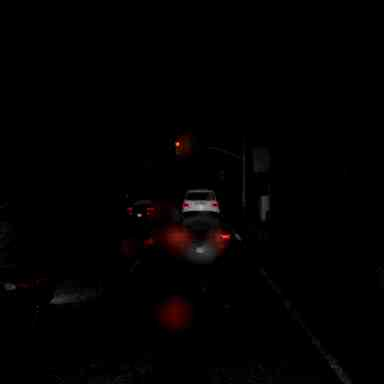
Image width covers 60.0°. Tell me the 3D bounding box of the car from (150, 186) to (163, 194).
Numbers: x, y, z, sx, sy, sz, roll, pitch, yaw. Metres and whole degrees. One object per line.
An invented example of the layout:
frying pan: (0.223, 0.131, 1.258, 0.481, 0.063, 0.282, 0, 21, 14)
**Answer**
car: (-8.443, -0.180, 77.127, 1.812, 1.442, 4.674, 0, 2, 2)

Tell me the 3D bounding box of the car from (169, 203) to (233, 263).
car: (0.298, 1.320, 10.983, 1.812, 1.442, 4.674, 0, 1, 1)

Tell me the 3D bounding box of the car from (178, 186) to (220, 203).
car: (0.542, 0.813, 20.709, 2.150, 2.045, 5.566, 0, 1, 2)

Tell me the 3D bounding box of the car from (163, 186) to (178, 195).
car: (-4.942, -0.225, 77.119, 1.882, 1.535, 5.008, 0, 2, 2)

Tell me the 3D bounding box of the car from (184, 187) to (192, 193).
car: (-1.102, -0.588, 89.282, 2.033, 1.411, 5.357, 0, 2, 1)

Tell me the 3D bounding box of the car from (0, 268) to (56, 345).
car: (-3.356, 1.483, 3.411, 2.033, 1.411, 5.357, 0, 1, 1)

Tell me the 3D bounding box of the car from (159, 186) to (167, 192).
car: (-8.053, -0.928, 93.491, 1.812, 1.442, 4.674, 0, 2, 1)

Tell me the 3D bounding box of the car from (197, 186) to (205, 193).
car: (2.414, -0.791, 89.912, 2.097, 1.767, 4.553, 0, 2, 1)

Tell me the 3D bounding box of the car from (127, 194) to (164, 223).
car: (-2.940, 1.101, 21.389, 1.812, 1.442, 4.674, 0, 1, 2)
